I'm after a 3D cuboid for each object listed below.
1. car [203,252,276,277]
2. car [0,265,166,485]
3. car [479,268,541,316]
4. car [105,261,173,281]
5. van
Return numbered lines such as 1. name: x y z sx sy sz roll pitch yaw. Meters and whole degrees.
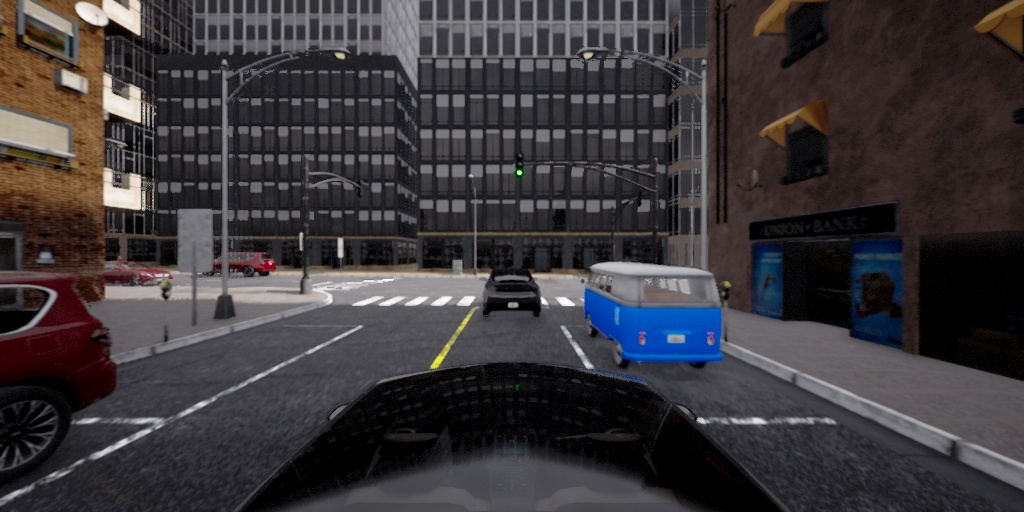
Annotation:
1. car: -20.876 0.641 27.432 5.009 1.841 2.192 0 0 0
2. car: -5.315 1.064 1.829 2.192 1.841 5.009 0 0 0
3. car: -0.101 1.161 12.852 1.837 1.490 4.892 0 1 -3
4. car: -20.837 0.932 19.292 4.207 1.307 1.802 0 0 0
5. van: 2.567 1.044 7.466 1.690 1.789 3.998 0 0 0
